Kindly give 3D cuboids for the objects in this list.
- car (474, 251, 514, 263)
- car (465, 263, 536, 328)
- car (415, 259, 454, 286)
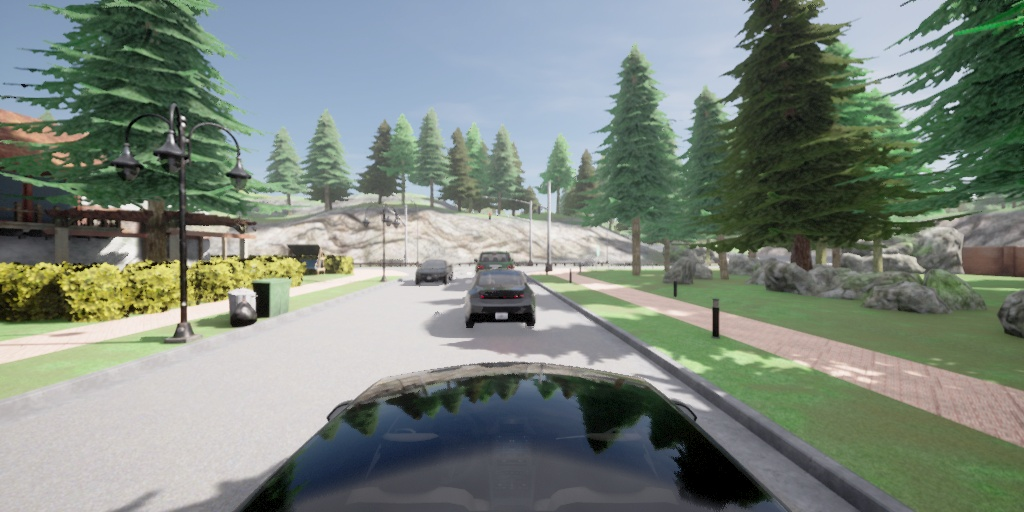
[{"bbox_3d":[-1.027,0.724,20.838,2.150,2.045,5.566,0,1,-4],"label":"car"},{"bbox_3d":[-0.382,1.136,10.933,1.837,1.490,4.892,0,1,-3],"label":"car"},{"bbox_3d":[-4.813,0.956,22.676,1.882,1.535,5.008,0,0,-4],"label":"car"}]
